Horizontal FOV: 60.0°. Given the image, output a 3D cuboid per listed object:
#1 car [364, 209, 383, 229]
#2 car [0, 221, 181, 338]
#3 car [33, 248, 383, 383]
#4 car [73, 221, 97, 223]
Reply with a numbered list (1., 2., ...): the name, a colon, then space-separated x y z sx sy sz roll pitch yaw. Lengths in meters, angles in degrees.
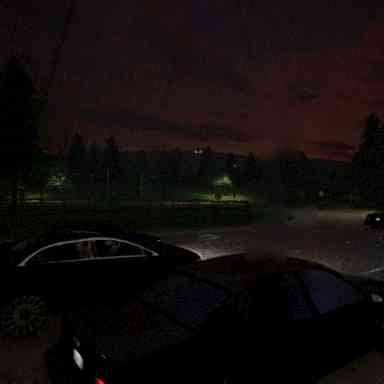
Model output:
1. car: 13.531 1.757 22.006 5.357 1.411 2.033 1 0 -36
2. car: -1.950 1.511 6.655 4.902 1.511 2.128 1 0 -36
3. car: 1.014 1.577 4.473 5.357 1.411 2.033 1 0 -36
4. car: -2.933 1.595 10.253 4.181 1.385 1.994 1 0 -36
